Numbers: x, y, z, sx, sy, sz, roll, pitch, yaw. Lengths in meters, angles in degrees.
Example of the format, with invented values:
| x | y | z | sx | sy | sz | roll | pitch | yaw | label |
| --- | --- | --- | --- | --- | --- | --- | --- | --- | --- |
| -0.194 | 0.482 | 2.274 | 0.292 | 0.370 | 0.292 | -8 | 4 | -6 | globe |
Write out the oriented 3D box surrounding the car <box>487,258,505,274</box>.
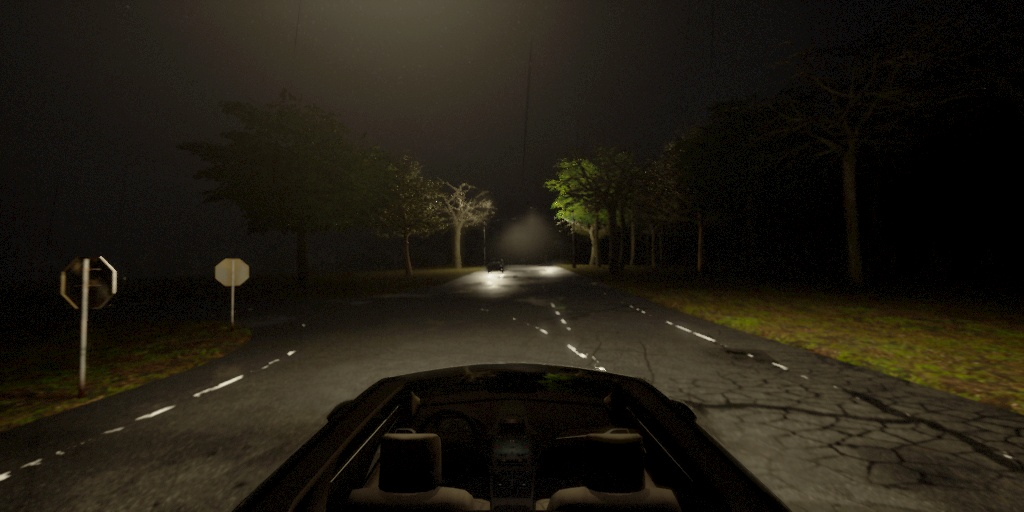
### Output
| x | y | z | sx | sy | sz | roll | pitch | yaw | label |
| --- | --- | --- | --- | --- | --- | --- | --- | --- | --- |
| -2.192 | 1.328 | 49.383 | 2.150 | 2.045 | 5.566 | -1 | 0 | 2 | car |
